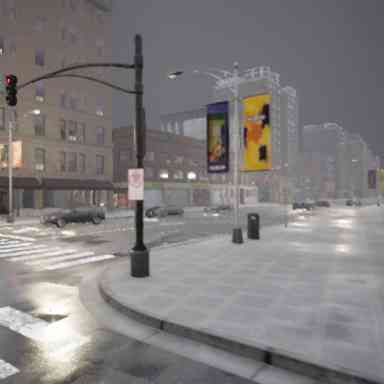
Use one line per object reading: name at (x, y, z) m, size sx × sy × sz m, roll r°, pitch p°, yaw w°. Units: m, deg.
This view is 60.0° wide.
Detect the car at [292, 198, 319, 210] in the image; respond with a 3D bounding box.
car at (15.464, 1.567, 45.807) m, size 2.097 × 1.767 × 4.553 m, roll -1°, pitch -1°, yaw 35°

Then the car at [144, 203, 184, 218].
car at (-2.600, 1.738, 31.797) m, size 1.994 × 1.385 × 4.181 m, roll -1°, pitch -1°, yaw 35°

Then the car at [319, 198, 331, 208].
car at (21.068, 1.735, 53.739) m, size 1.882 × 1.535 × 5.008 m, roll -1°, pitch -1°, yaw 31°

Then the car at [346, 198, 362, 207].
car at (28.294, 1.788, 58.356) m, size 1.812 × 1.442 × 4.674 m, roll -1°, pitch -1°, yaw 35°

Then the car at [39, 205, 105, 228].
car at (-8.372, 1.655, 23.618) m, size 1.812 × 1.442 × 4.674 m, roll -1°, pitch -1°, yaw 37°

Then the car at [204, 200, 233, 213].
car at (3.260, 1.746, 40.092) m, size 1.812 × 1.442 × 4.674 m, roll -1°, pitch -1°, yaw 35°
